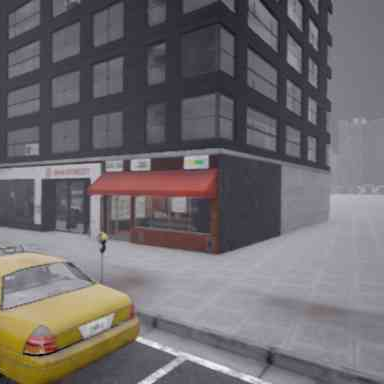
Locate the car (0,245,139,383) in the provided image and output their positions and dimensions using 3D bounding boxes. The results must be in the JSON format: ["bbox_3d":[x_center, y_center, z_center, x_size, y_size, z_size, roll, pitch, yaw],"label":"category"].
[{"bbox_3d":[-2.981,1.516,5.204,4.829,1.417,1.752,0,1,36],"label":"car"}]
